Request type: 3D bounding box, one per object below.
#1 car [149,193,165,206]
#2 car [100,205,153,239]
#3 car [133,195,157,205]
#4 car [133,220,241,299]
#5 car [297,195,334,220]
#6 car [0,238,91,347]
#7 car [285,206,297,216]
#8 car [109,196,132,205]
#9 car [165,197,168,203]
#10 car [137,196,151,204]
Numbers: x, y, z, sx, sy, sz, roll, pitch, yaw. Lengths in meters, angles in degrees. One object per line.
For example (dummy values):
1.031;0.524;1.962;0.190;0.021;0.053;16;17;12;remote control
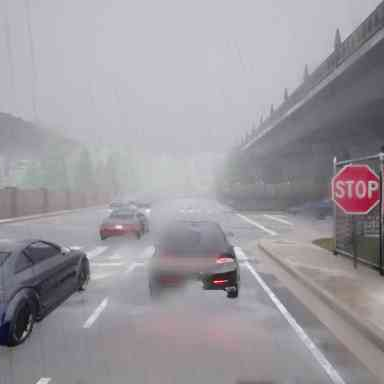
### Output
-6.314;1.221;55.868;2.150;2.045;5.566;0;0;1;car
-3.357;1.564;17.204;1.994;1.385;4.181;0;0;-1;car
-6.466;1.505;46.015;1.837;1.490;4.892;0;0;1;car
0.060;1.492;8.464;2.128;1.511;4.902;0;0;0;car
12.017;1.222;27.456;5.566;2.045;2.150;0;0;0;car
-3.413;1.563;6.311;1.994;1.385;4.181;0;0;0;car
11.544;1.547;30.957;5.357;1.411;2.033;0;0;0;car
-9.971;1.505;45.697;1.837;1.490;4.892;0;0;1;car
-6.076;1.564;67.181;1.994;1.385;4.181;0;0;2;car
-9.584;1.547;66.837;2.033;1.411;5.357;0;0;1;car
